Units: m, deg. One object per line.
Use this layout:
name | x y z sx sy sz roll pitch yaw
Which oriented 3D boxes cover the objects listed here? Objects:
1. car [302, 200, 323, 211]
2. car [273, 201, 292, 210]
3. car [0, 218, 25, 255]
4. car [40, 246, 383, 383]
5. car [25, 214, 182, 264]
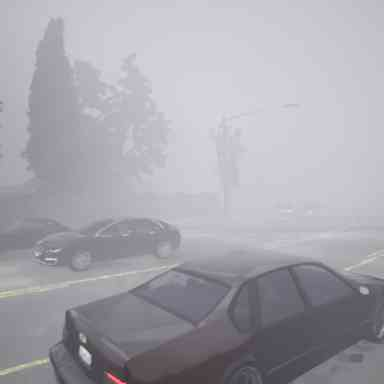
car | 17.164 1.862 47.552 1.812 1.442 4.674 -1 -1 4
car | 13.811 2.004 50.804 1.994 1.385 4.181 -1 -1 0
car | -6.324 1.655 12.524 4.718 1.301 1.895 0 0 -37
car | 0.974 1.561 4.647 5.357 1.411 2.033 0 0 -38
car | -2.576 1.550 11.088 4.892 1.490 1.837 0 0 -40
